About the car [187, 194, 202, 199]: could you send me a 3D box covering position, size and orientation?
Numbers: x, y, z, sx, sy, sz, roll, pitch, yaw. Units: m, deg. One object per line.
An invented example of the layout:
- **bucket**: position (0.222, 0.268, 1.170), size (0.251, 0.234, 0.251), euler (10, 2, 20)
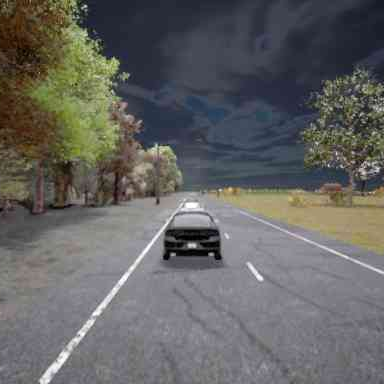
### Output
- **car**: position (0.020, 1.421, 49.545), size (2.033, 1.411, 5.357), euler (0, 0, 0)

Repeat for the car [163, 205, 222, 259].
- **car**: position (0.010, 1.450, 12.454), size (1.882, 1.535, 5.008), euler (0, 0, 0)

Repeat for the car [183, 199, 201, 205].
- **car**: position (0.014, 1.534, 27.750), size (1.895, 1.301, 4.718), euler (0, 0, 0)
